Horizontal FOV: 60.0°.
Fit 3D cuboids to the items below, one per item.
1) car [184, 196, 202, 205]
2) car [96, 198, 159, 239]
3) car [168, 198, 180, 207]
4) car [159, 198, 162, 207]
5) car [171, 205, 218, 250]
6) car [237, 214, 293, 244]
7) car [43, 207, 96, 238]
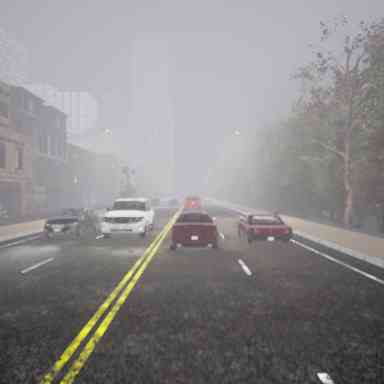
[{"bbox_3d":[0.101,1.506,44.136,2.150,2.045,5.566,0,0,0],"label":"car"},{"bbox_3d":[-3.349,1.342,18.511,2.150,2.045,5.566,0,0,0],"label":"car"},{"bbox_3d":[-3.280,1.863,60.799,1.882,1.535,5.008,0,0,0],"label":"car"},{"bbox_3d":[-6.530,1.889,60.806,1.837,1.490,4.892,0,0,1],"label":"car"},{"bbox_3d":[0.098,1.575,14.958,1.882,1.535,5.008,0,0,0],"label":"car"},{"bbox_3d":[3.349,1.707,16.308,1.895,1.301,4.718,0,0,0],"label":"car"},{"bbox_3d":[-6.597,1.613,18.724,2.128,1.511,4.902,0,0,0],"label":"car"}]
